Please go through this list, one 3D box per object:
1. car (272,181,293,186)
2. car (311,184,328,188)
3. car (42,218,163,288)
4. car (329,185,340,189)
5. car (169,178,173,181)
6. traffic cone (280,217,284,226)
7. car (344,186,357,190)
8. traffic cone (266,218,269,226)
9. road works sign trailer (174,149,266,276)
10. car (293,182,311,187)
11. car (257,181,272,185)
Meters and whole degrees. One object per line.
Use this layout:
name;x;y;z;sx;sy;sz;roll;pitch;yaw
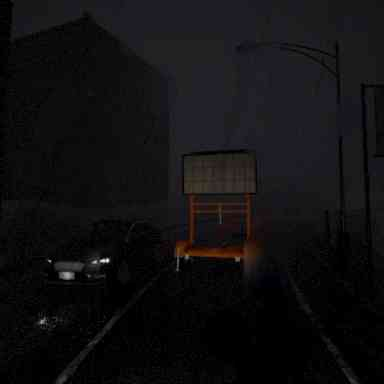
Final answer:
car;19.336;-1.553;74.307;5.008;1.535;2.097;2;-5;-25
car;29.370;-1.112;79.379;4.792;1.488;2.163;2;-5;-27
car;-2.233;1.547;9.559;2.128;1.511;4.902;-1;0;11
car;34.214;-0.887;82.016;4.674;1.452;2.002;3;-5;-29
car;-5.966;-2.461;63.432;4.553;1.767;2.185;2;-5;-23
traffic cone;6.112;2.031;22.682;0.340;0.580;0.340;-2;-1;17
car;38.914;-0.706;84.712;4.892;1.521;2.231;3;-5;-30
traffic cone;5.160;2.062;22.969;0.340;0.580;0.340;-2;-1;16
road works sign trailer;0.917;0.487;10.640;2.380;3.560;2.880;-1;0;17
car;24.292;-1.481;76.749;4.553;1.767;2.185;2;-5;-26
car;14.307;-1.702;71.967;4.674;1.452;2.002;2;-5;-24
